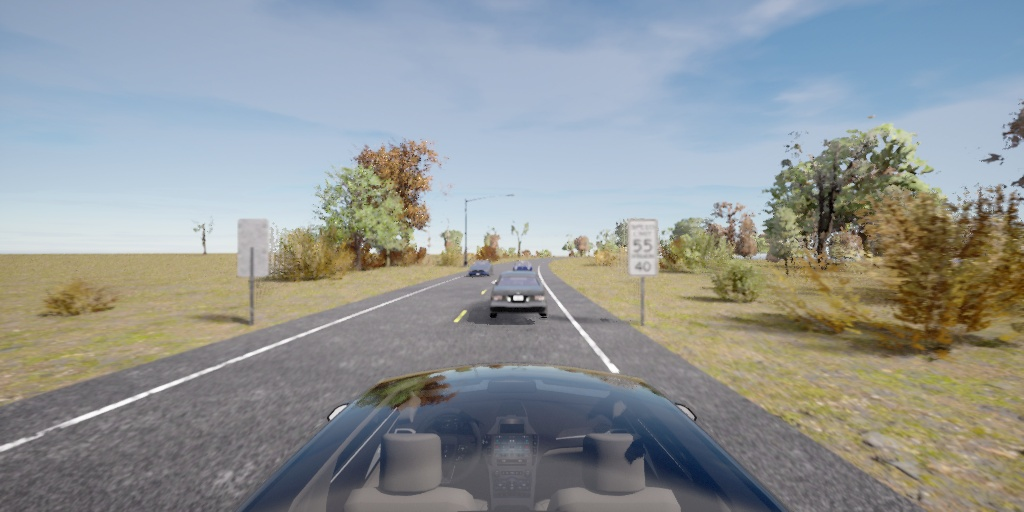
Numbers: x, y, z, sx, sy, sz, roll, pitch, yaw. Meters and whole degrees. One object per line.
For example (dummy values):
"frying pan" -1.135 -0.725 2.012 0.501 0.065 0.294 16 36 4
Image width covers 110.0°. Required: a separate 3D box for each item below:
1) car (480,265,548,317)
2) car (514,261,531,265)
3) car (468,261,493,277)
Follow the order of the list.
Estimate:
"car" 0.229 1.236 12.760 2.033 1.411 5.357 0 0 1
"car" 1.084 1.155 35.388 1.895 1.301 4.718 0 0 3
"car" -2.700 1.119 32.658 2.033 1.411 5.357 0 0 3
